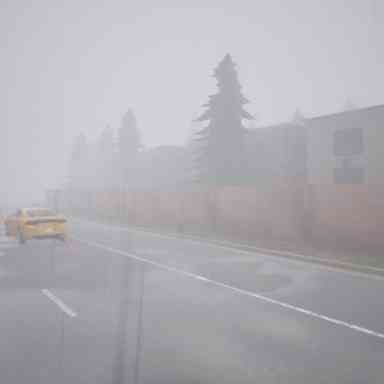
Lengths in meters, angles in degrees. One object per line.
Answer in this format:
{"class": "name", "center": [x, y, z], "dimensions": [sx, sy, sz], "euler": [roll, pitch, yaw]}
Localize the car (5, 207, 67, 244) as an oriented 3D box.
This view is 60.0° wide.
{"class": "car", "center": [-7.553, 1.474, 15.928], "dimensions": [1.882, 1.535, 5.008], "euler": [0, 0, -38]}
